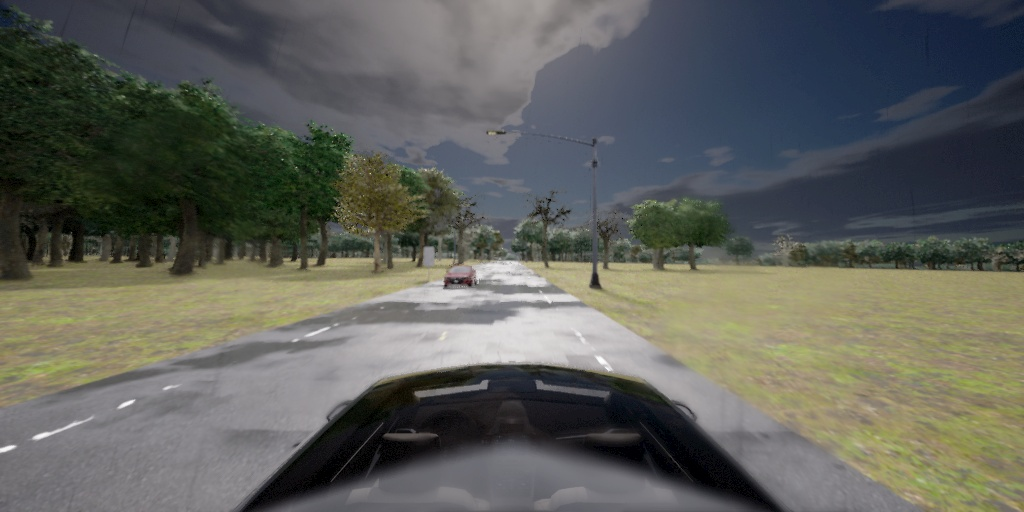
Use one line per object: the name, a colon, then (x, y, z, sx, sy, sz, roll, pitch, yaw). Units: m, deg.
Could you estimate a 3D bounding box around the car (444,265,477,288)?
car: (-3.593, 1.409, 25.651, 1.882, 1.535, 5.008, 0, -1, 0)
